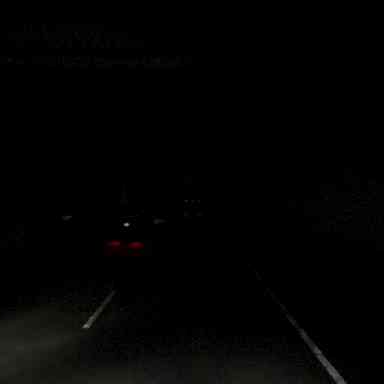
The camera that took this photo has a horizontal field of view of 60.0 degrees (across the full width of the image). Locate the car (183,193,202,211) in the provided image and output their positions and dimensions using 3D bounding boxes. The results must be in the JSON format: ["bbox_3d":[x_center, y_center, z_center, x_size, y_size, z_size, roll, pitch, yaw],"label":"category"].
[{"bbox_3d":[0.086,1.205,40.907,2.150,2.045,5.566,0,-1,0],"label":"car"}]

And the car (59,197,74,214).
[{"bbox_3d":[-14.106,1.344,34.834,2.097,1.767,4.553,0,0,0],"label":"car"}]

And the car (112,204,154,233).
[{"bbox_3d":[-3.407,1.486,19.770,2.128,1.511,4.902,0,0,0],"label":"car"}]
